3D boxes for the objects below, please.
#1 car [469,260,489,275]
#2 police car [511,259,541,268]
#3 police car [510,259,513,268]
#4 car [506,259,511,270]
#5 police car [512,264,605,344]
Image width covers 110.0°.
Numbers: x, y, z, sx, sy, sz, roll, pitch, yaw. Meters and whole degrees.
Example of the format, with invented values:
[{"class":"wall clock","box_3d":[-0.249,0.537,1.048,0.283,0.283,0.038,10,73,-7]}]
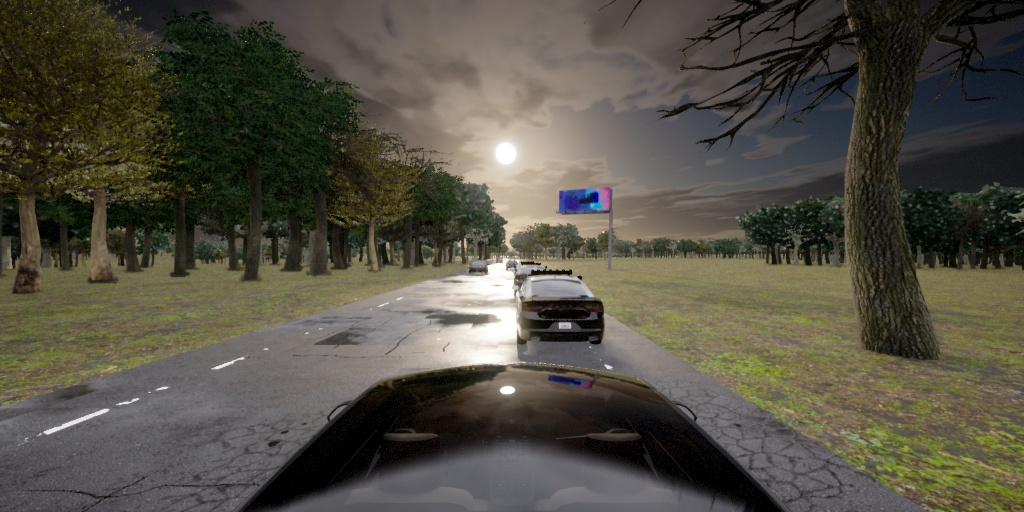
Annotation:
[{"class":"car","box_3d":[-3.610,1.221,39.324,1.882,1.535,5.008,0,0,0]},{"class":"police car","box_3d":[1.045,1.170,19.682,1.930,1.638,5.238,0,0,0]},{"class":"police car","box_3d":[1.044,1.169,25.683,1.930,1.638,5.238,0,0,0]},{"class":"car","box_3d":[0.046,1.348,52.531,1.895,1.301,4.718,0,0,0]},{"class":"police car","box_3d":[1.048,1.173,9.681,1.930,1.638,5.238,0,0,0]}]
